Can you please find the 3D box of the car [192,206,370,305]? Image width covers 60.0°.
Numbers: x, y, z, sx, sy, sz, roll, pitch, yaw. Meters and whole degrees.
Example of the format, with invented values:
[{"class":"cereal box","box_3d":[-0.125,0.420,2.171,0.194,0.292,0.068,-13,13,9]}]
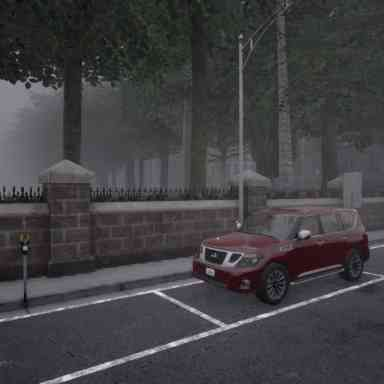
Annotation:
[{"class":"car","box_3d":[2.422,1.314,8.261,5.009,1.841,2.192,0,0,-36]}]
